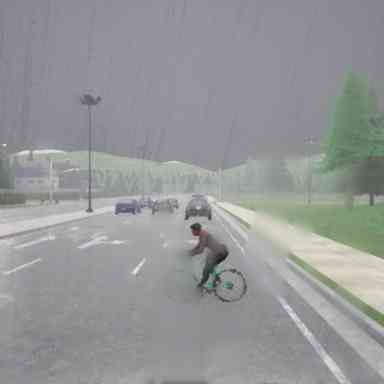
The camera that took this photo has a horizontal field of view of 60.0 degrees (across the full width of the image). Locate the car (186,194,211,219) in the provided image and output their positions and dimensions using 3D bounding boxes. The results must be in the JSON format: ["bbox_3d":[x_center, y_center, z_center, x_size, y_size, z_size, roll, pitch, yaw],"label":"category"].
[{"bbox_3d":[0.571,1.345,28.654,2.097,1.767,4.553,0,0,2],"label":"car"}]

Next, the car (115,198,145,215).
[{"bbox_3d":[-6.383,1.470,33.765,1.882,1.535,5.008,0,0,1],"label":"car"}]

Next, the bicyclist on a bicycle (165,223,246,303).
[{"bbox_3d":[0.262,1.444,6.699,1.656,1.620,0.582,-2,0,1],"label":"bicyclist on a bicycle"}]

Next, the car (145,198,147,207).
[{"bbox_3d":[-6.257,1.537,44.953,2.033,1.411,5.357,0,0,1],"label":"car"}]

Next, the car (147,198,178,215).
[{"bbox_3d":[-2.885,1.484,33.692,2.128,1.511,4.902,0,0,1],"label":"car"}]
